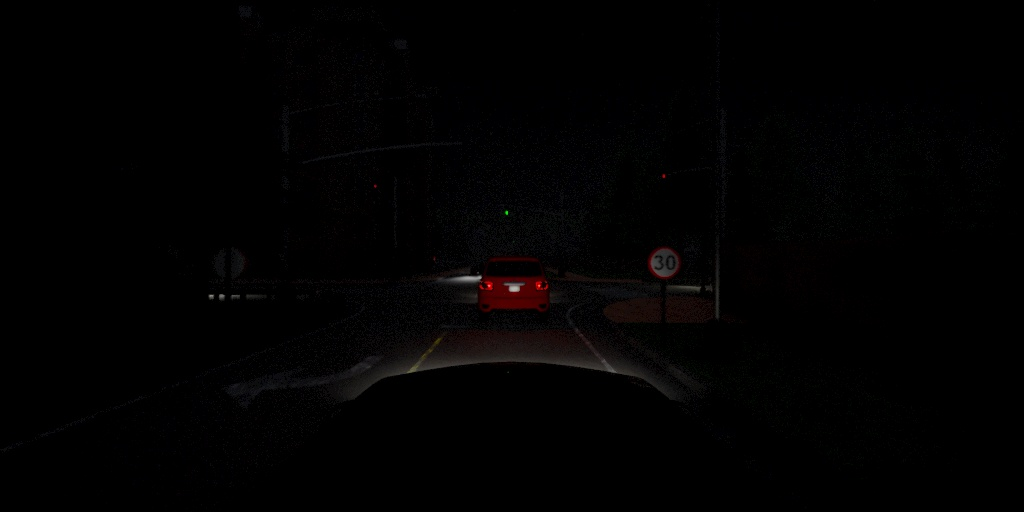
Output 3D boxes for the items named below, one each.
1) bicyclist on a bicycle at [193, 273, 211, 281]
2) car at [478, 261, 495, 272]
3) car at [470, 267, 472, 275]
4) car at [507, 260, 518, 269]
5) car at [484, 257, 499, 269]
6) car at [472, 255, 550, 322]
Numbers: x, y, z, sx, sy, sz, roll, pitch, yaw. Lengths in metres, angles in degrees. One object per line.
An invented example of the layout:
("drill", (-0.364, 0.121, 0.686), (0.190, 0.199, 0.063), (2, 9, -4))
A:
("bicyclist on a bicycle", (-22.625, 1.138, 26.173), (0.582, 1.620, 1.656), (0, 0, -1))
("car", (-3.575, 1.443, 50.914), (2.033, 1.411, 5.357), (0, 0, 0))
("car", (-3.598, 1.465, 40.278), (1.895, 1.301, 4.718), (0, 0, 0))
("car", (0.088, 1.456, 62.904), (1.812, 1.442, 4.674), (0, 0, 0))
("car", (-3.499, 1.148, 61.647), (2.150, 2.045, 5.566), (0, 0, 0))
("car", (0.010, 1.002, 12.580), (2.150, 2.045, 5.566), (0, 0, -1))
